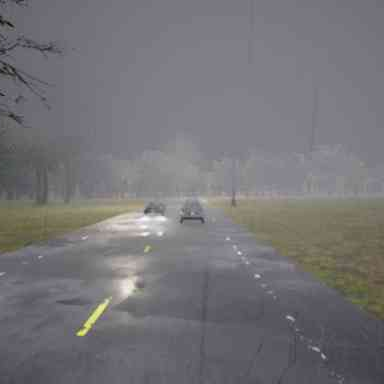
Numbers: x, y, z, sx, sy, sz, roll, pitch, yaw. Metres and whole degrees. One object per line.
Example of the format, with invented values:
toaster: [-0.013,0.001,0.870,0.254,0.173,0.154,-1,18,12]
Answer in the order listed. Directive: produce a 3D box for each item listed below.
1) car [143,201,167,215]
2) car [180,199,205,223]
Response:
car: [-3.557,1.538,32.707,1.895,1.301,4.718,0,0,1]
car: [0.025,1.527,25.418,2.033,1.411,5.357,0,0,0]
